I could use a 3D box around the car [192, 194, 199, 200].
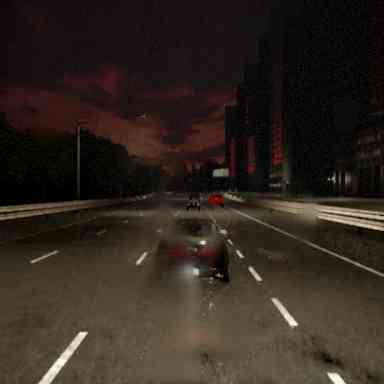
[{"bbox_3d":[0.929,1.312,93.456,1.812,1.442,4.674,0,1,1],"label":"car"}]

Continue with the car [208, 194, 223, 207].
[{"bbox_3d":[3.911,1.354,54.951,2.150,2.045,5.566,0,0,1],"label":"car"}]

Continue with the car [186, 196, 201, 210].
[{"bbox_3d":[0.220,1.665,45.517,2.033,1.411,5.357,0,0,1],"label":"car"}]

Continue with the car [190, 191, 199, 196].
[{"bbox_3d":[0.437,1.327,64.090,2.150,2.045,5.566,0,0,1],"label":"car"}]

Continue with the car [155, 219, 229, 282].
[{"bbox_3d":[0.011,1.554,9.868,1.837,1.490,4.892,0,0,0],"label":"car"}]
